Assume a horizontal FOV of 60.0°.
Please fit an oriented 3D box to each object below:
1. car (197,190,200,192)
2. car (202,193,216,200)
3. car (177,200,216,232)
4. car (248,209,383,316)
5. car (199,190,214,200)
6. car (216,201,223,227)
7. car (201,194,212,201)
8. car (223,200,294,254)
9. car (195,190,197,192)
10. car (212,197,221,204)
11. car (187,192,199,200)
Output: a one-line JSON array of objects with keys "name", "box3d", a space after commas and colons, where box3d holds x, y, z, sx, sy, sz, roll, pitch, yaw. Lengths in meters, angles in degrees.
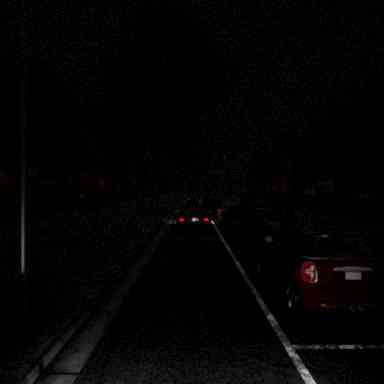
[{"name": "car", "box3d": [2.677, 0.704, 68.349, 2.192, 1.841, 5.009, 1, 1, 0]}, {"name": "car", "box3d": [2.663, 1.212, 40.648, 2.008, 1.369, 4.403, 1, 1, 0]}, {"name": "car", "box3d": [0.106, 1.401, 18.847, 2.033, 1.411, 5.357, 0, 0, 0]}, {"name": "car", "box3d": [2.650, 1.385, 7.400, 1.967, 1.590, 4.097, 1, 0, 0]}, {"name": "car", "box3d": [2.671, 0.869, 51.727, 2.192, 1.841, 5.009, 1, 1, 0]}, {"name": "car", "box3d": [2.653, 1.423, 18.483, 1.947, 1.339, 4.313, 1, 0, 0]}, {"name": "car", "box3d": [2.672, 1.010, 62.811, 1.947, 1.339, 4.313, 1, 1, 0]}, {"name": "car", "box3d": [2.654, 1.217, 12.940, 2.192, 1.841, 5.009, 1, 0, 0]}, {"name": "car", "box3d": [2.684, 0.539, 84.971, 2.192, 1.841, 5.009, 1, 1, 0]}, {"name": "car", "box3d": [2.656, 1.335, 24.194, 1.752, 1.417, 4.829, 1, 0, 0]}, {"name": "car", "box3d": [0.121, 1.139, 53.252, 1.895, 1.301, 4.718, 0, 1, 0]}]
